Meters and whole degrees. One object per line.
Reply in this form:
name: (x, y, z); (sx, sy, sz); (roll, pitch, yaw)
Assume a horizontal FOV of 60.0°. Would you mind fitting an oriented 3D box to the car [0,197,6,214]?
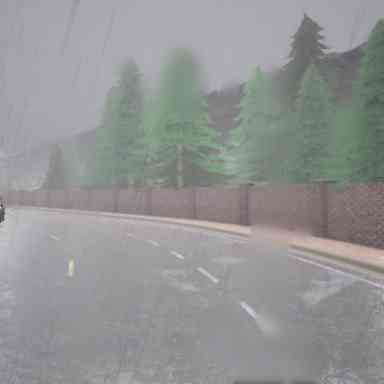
car: (-14.794, 0.944, 23.267); (2.150, 2.045, 5.566); (-1, 0, -44)
